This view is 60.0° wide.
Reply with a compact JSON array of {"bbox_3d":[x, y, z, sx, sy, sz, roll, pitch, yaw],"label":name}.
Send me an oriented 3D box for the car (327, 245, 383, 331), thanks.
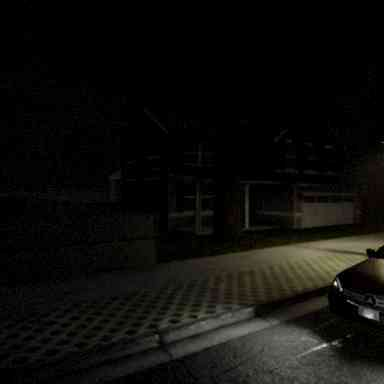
[{"bbox_3d":[4.508,1.520,6.205,4.674,1.442,1.812,0,0,-35],"label":"car"}]
